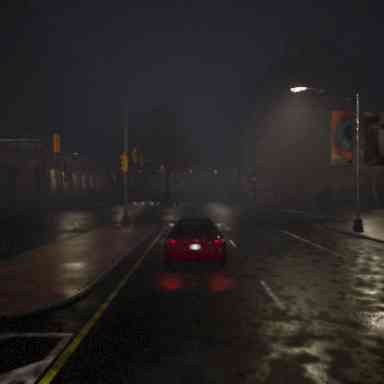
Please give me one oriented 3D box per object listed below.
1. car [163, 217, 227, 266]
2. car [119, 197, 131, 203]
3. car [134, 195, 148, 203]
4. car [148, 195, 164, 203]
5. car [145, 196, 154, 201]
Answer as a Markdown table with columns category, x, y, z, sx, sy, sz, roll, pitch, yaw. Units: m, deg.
| category | x | y | z | sx | sy | sz | roll | pitch | yaw |
| --- | --- | --- | --- | --- | --- | --- | --- | --- | --- |
| car | 0.110 | 1.578 | 11.669 | 1.994 | 1.385 | 4.181 | 0 | 0 | 0 |
| car | -14.508 | 1.676 | 71.863 | 1.895 | 1.301 | 4.718 | 0 | 0 | 0 |
| car | -11.258 | 1.439 | 72.252 | 2.097 | 1.767 | 4.553 | 0 | 0 | 0 |
| car | -7.758 | 1.586 | 72.220 | 1.837 | 1.490 | 4.892 | 0 | 0 | 0 |
| car | -11.204 | 1.698 | 87.756 | 1.895 | 1.301 | 4.718 | 0 | 0 | 0 |
